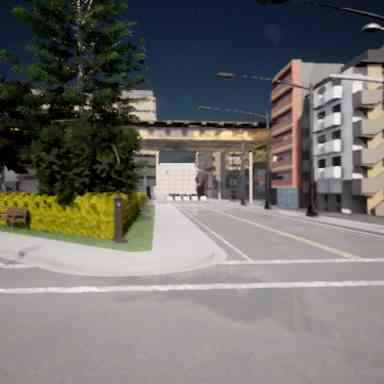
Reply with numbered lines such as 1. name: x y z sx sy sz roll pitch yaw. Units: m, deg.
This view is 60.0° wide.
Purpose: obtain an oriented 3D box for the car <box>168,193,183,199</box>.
1. car: -3.748 0.979 76.966 1.853 1.218 4.536 0 0 18

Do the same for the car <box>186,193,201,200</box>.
1. car: 0.406 1.118 77.062 2.038 1.542 4.974 0 0 -27

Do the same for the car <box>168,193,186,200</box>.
1. car: -3.763 1.137 76.917 2.038 1.542 4.974 0 0 18

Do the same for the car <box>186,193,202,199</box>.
1. car: 0.382 0.960 77.108 1.853 1.218 4.536 0 0 -27
